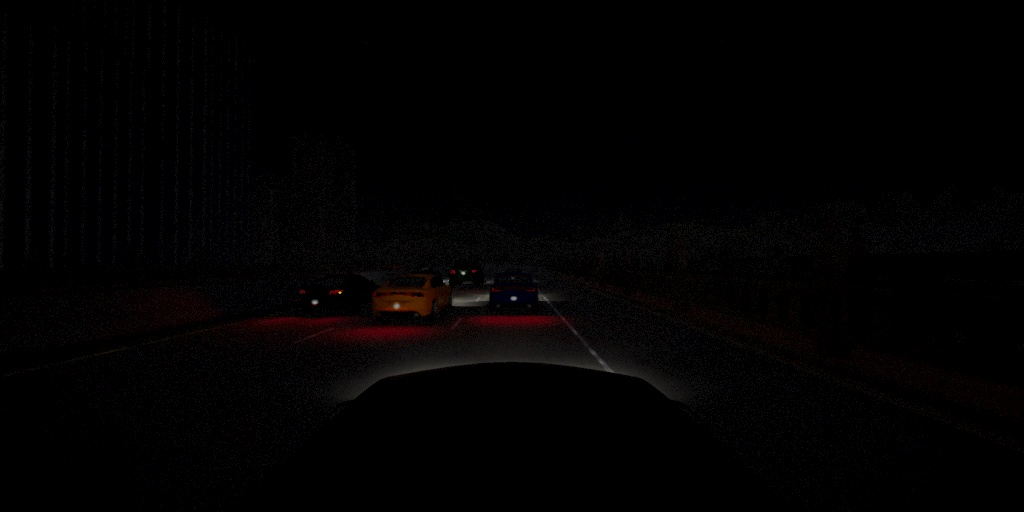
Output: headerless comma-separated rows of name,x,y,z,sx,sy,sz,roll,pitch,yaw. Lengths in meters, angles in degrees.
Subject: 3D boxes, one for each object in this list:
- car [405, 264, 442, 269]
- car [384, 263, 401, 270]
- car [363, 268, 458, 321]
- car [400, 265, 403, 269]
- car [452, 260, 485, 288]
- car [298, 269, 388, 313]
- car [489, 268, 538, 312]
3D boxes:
car,-6.905,1.629,29.310,2.128,1.511,4.902,0,-1,1
car,-20.172,1.935,61.118,2.097,1.767,4.553,0,-1,2
car,-3.460,1.390,13.297,1.882,1.535,5.008,0,-1,0
car,-16.668,2.128,60.984,2.033,1.411,5.357,0,-1,2
car,-3.431,1.344,28.201,2.150,2.045,5.566,0,-1,1
car,-6.946,1.461,14.978,1.812,1.442,4.674,0,-1,0
car,0.054,1.420,15.437,1.882,1.535,5.008,0,-1,0
